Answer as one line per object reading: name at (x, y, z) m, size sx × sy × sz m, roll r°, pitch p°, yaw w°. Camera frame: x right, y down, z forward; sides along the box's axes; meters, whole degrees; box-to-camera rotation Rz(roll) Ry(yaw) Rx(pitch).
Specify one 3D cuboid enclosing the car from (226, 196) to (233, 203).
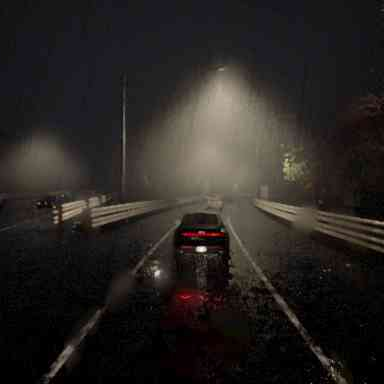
car at (6.931, 1.438, 65.380) m, size 1.994 × 1.385 × 4.181 m, roll 0°, pitch 0°, yaw 13°

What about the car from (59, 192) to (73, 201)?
car at (-22.462, 0.712, 58.867) m, size 2.097 × 1.767 × 4.553 m, roll 0°, pitch 0°, yaw -10°

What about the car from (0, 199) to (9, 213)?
car at (-16.875, 0.979, 27.340) m, size 2.097 × 1.767 × 4.553 m, roll 0°, pitch 0°, yaw -10°

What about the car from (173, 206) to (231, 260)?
car at (0.374, 1.478, 12.368) m, size 1.837 × 1.490 × 4.892 m, roll 0°, pitch 0°, yaw 2°

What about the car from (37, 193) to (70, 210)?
car at (-14.642, 1.134, 34.804) m, size 2.033 × 1.411 × 5.357 m, roll 0°, pitch 0°, yaw -10°

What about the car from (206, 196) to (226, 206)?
car at (2.904, 1.457, 41.437) m, size 1.812 × 1.442 × 4.674 m, roll 0°, pitch 0°, yaw 8°
